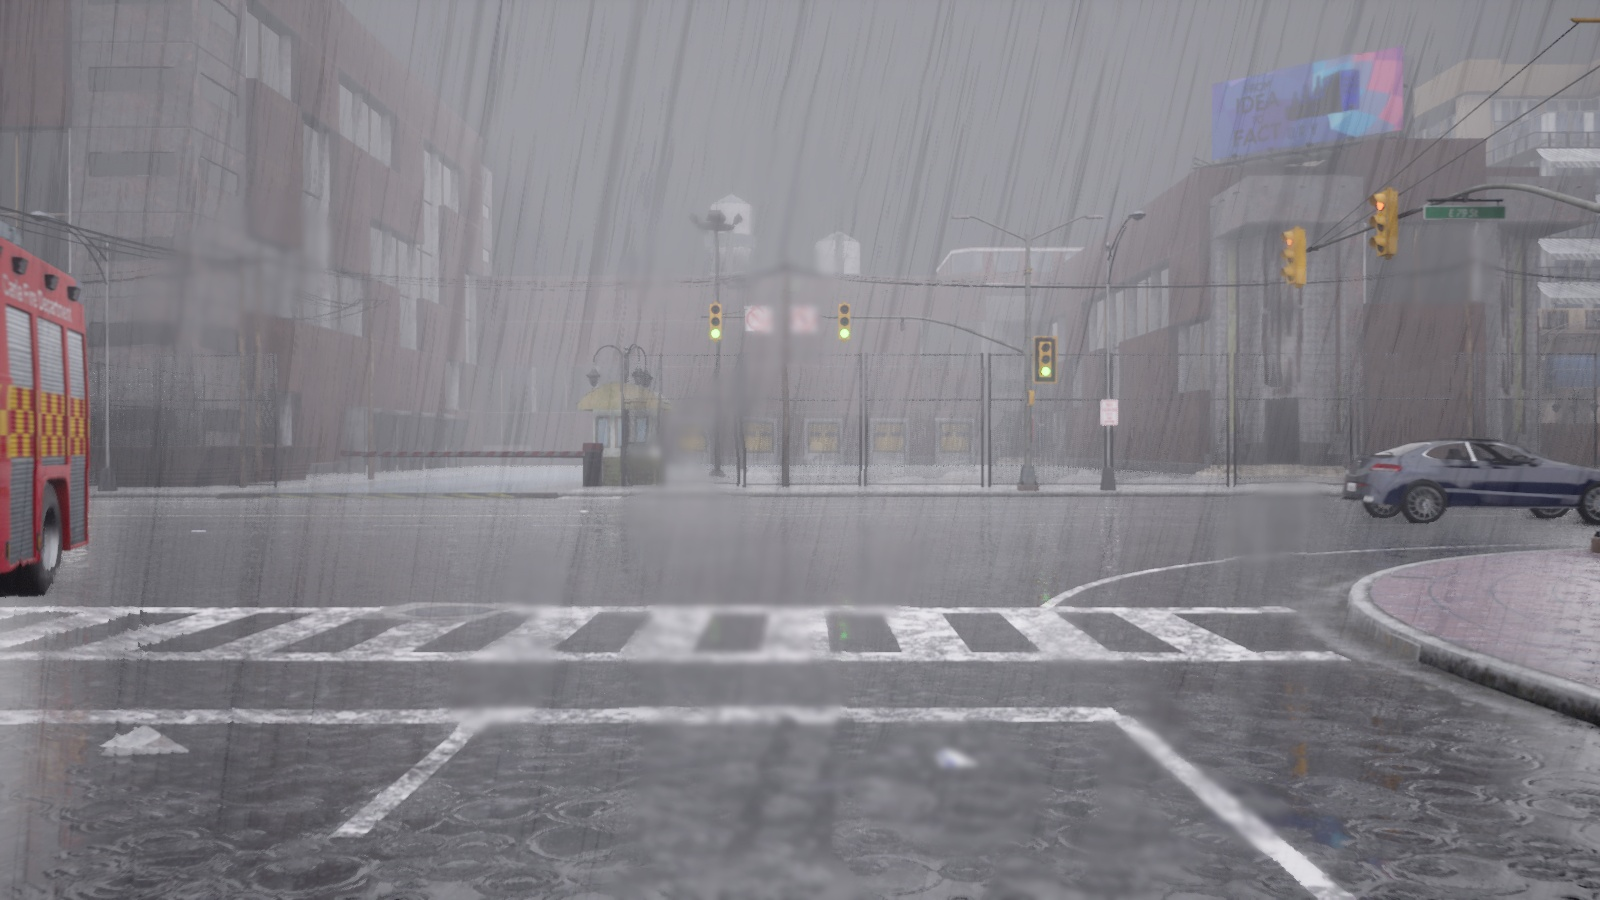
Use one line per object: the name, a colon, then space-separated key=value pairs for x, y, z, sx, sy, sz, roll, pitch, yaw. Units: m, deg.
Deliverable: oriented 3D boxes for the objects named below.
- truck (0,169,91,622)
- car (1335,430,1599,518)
truck: x=-7.927 y=-0.456 z=9.551 sx=2.891 sy=3.827 sz=8.468 roll=0 pitch=0 yaw=-19
car: x=13.525 y=0.453 z=24.785 sx=5.027 sy=1.651 sz=2.152 roll=0 pitch=0 yaw=3
